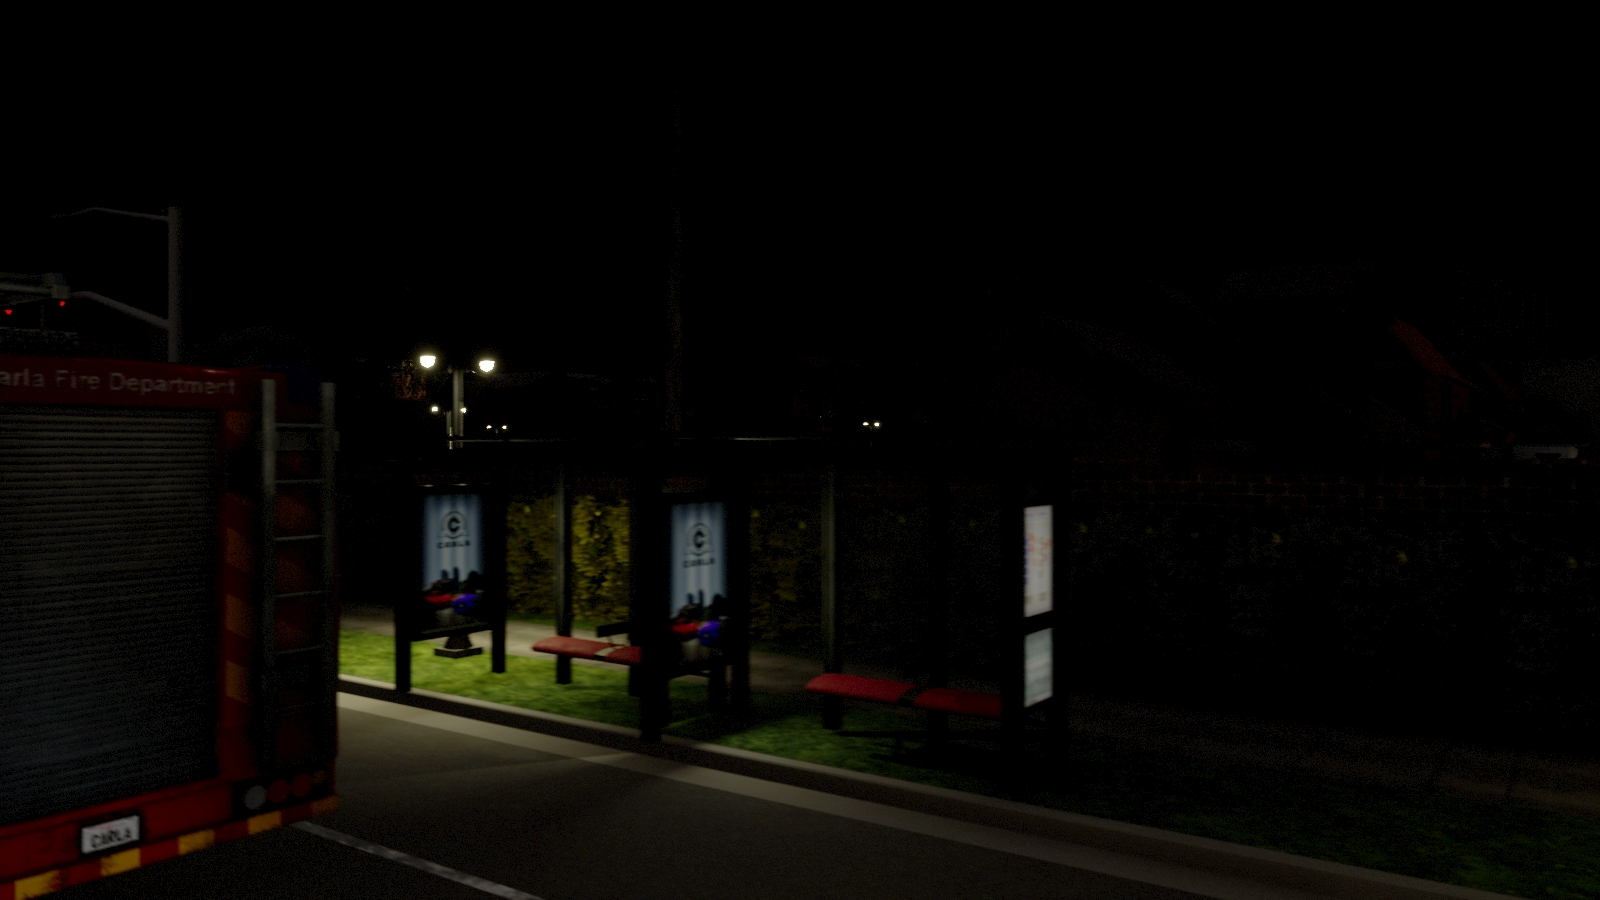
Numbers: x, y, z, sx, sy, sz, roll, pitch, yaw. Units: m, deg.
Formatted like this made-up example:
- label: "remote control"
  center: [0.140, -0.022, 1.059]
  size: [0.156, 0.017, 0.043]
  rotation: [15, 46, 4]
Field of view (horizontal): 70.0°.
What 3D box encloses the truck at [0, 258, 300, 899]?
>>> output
- label: "truck"
  center: [-7.588, 0.890, 8.762]
  size: [8.468, 3.827, 2.891]
  rotation: [0, 0, 35]
